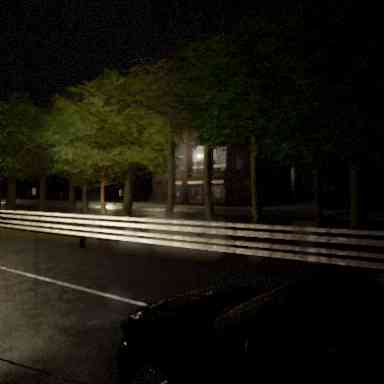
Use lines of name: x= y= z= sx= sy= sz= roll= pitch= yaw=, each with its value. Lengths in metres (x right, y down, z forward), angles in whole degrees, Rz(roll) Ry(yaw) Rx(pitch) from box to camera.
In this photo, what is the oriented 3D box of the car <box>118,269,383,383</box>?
car: x=1.483 y=1.480 z=2.935 sx=5.008 sy=1.535 sz=1.882 roll=-1 pitch=0 yaw=36
